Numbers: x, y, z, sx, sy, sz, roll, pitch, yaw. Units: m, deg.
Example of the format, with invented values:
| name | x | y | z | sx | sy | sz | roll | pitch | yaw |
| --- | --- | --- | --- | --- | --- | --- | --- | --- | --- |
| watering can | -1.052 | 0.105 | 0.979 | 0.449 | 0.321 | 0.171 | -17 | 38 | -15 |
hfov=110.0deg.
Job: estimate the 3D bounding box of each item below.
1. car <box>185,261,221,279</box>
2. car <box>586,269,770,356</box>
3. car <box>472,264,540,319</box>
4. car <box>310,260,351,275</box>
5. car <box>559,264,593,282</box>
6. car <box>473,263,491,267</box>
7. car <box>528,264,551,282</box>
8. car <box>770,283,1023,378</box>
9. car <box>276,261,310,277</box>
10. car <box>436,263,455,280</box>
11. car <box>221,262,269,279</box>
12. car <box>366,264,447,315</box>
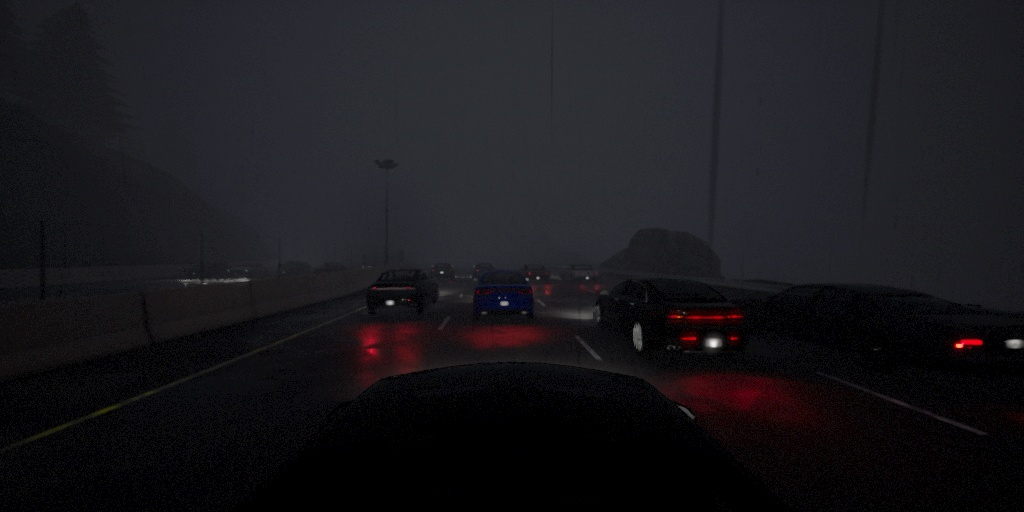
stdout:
| name | x | y | z | sx | sy | sz | roll | pitch | yaw |
| --- | --- | --- | --- | --- | --- | --- | --- | --- | --- |
| car | -27.936 | 1.262 | 33.318 | 1.837 | 1.490 | 4.892 | 0 | 0 | -11 |
| car | 3.355 | 1.233 | 8.543 | 1.837 | 1.490 | 4.892 | 0 | 0 | -2 |
| car | -0.368 | 1.207 | 12.775 | 1.882 | 1.535 | 5.008 | 0 | 0 | -4 |
| car | -17.504 | 1.329 | 34.780 | 1.895 | 1.301 | 4.718 | 0 | 0 | -11 |
| car | 5.129 | 1.288 | 27.977 | 1.895 | 1.301 | 4.718 | 0 | 0 | -8 |
| car | -2.334 | 1.264 | 30.337 | 1.994 | 1.385 | 4.181 | 0 | 0 | -9 |
| car | 1.577 | 1.296 | 28.107 | 1.895 | 1.301 | 4.718 | 0 | 0 | -8 |
| car | 6.926 | 1.270 | 7.515 | 2.033 | 1.411 | 5.357 | 0 | 0 | -2 |
| car | -21.110 | 1.230 | 34.862 | 2.128 | 1.511 | 4.902 | 0 | 0 | -12 |
| car | -5.895 | 1.272 | 30.512 | 1.994 | 1.385 | 4.181 | 0 | 0 | -9 |
| car | -24.370 | 1.273 | 33.328 | 1.812 | 1.442 | 4.674 | 0 | 0 | -11 |
| car | -3.933 | 1.229 | 13.515 | 2.128 | 1.511 | 4.902 | 0 | 0 | -4 |
